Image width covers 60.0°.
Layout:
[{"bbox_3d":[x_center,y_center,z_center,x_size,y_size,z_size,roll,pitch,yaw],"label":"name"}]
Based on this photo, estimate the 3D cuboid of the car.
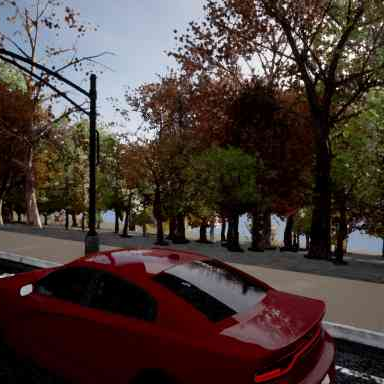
[{"bbox_3d":[-0.876,1.477,4.302,5.008,1.535,1.882,0,0,35],"label":"car"}]
